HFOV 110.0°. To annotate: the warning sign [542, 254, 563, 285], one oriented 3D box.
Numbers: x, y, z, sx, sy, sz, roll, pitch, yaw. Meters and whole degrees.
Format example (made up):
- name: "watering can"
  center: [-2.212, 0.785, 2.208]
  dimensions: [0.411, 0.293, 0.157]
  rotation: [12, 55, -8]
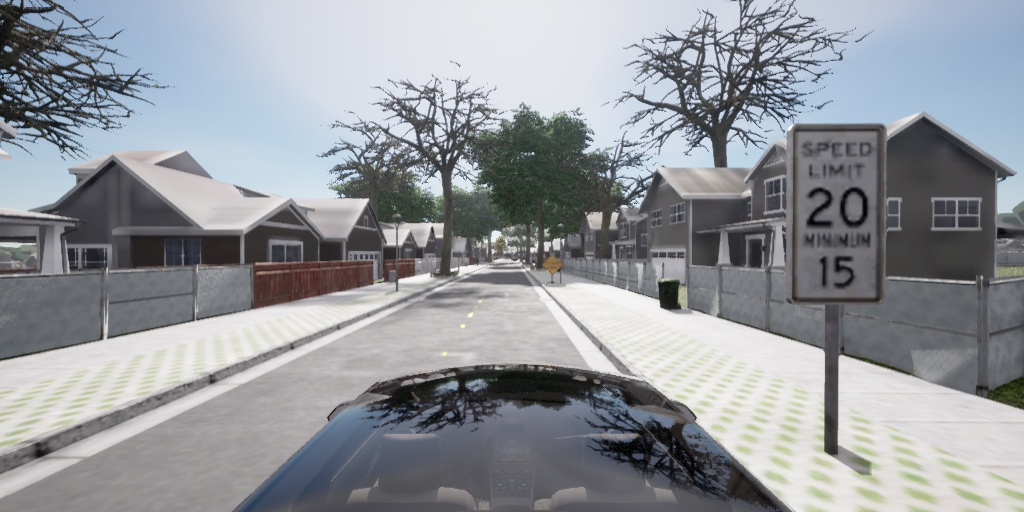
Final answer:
- name: "warning sign"
  center: [2.517, 0.841, 22.413]
  dimensions: [1.300, 1.860, 1.060]
  rotation: [0, 0, 0]
